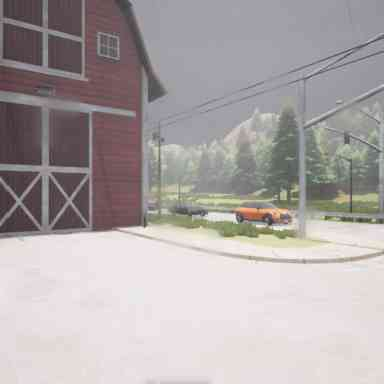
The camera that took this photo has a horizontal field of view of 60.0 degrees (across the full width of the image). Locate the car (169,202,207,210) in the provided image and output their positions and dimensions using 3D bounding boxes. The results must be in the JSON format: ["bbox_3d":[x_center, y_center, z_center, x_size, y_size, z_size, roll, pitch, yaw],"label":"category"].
[{"bbox_3d":[-0.493,1.778,34.340,2.033,1.411,5.357,0,0,-34],"label":"car"}]

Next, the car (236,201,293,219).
[{"bbox_3d":[5.473,1.526,25.612,2.097,1.767,4.553,0,0,-34],"label":"car"}]

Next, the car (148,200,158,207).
[{"bbox_3d":[-6.114,1.847,42.582,1.994,1.385,4.181,0,0,-34],"label":"car"}]

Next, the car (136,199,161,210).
[{"bbox_3d":[-6.558,1.850,49.597,1.812,1.442,4.674,0,0,-34],"label":"car"}]
